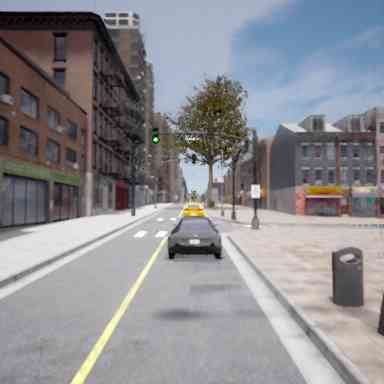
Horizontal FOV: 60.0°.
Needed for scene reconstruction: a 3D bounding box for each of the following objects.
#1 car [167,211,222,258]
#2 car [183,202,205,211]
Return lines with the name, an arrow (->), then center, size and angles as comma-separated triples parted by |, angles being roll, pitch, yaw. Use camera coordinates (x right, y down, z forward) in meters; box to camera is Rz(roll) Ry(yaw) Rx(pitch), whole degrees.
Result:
car -> 0.147, 1.675, 13.322 | 1.994, 1.385, 4.181 | 0, -1, 2
car -> 0.123, 1.769, 31.447 | 1.882, 1.535, 5.008 | 0, 0, 0
